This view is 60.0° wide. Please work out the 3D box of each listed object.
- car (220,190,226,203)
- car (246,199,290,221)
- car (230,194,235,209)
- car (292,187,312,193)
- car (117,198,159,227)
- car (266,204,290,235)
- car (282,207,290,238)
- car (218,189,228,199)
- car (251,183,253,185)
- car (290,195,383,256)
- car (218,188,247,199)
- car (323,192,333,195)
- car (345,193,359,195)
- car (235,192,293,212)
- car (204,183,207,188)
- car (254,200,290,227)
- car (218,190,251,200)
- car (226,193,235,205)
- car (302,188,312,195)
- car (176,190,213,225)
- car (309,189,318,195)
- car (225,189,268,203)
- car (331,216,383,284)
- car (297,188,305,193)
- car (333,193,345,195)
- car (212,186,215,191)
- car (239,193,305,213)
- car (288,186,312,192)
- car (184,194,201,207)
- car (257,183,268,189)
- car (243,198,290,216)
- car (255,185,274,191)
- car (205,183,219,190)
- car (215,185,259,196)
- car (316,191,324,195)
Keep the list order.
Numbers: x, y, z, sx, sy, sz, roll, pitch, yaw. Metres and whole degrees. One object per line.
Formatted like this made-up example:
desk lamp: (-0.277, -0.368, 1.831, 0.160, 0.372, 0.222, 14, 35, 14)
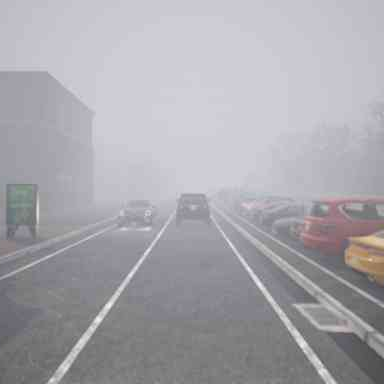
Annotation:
car: (6.545, 0.881, 44.174, 4.792, 1.488, 2.163, 0, 2, 0)
car: (6.430, 1.402, 21.878, 5.008, 1.535, 2.097, 0, 1, 0)
car: (6.534, 1.225, 33.021, 4.792, 1.488, 2.163, 0, 1, 0)
car: (19.727, 0.374, 55.418, 4.674, 1.452, 2.002, 0, 3, 0)
car: (-3.369, 1.213, 21.428, 2.097, 1.767, 4.553, 0, 1, 0)
car: (6.372, 1.486, 16.302, 4.792, 1.488, 2.163, 0, 0, 0)
car: (6.382, 1.511, 13.517, 4.674, 1.452, 2.002, 0, 0, 0)
car: (6.585, 0.741, 46.950, 4.892, 1.521, 2.231, 0, 2, 0)
car: (19.639, -1.119, 93.364, 4.792, 1.488, 2.163, 0, 3, 0)
car: (6.395, 1.230, 10.732, 5.566, 2.045, 2.435, 0, 0, 0)
car: (6.674, 0.219, 55.296, 4.553, 1.767, 2.185, 0, 3, 0)
car: (19.633, 0.943, 41.483, 5.008, 1.535, 2.097, 0, 2, 0)
car: (19.596, 1.121, 35.778, 4.892, 1.521, 2.231, 0, 2, 0)
car: (6.519, 1.136, 30.231, 4.553, 1.767, 2.185, 0, 1, 0)
car: (6.594, -1.148, 93.438, 5.008, 1.535, 2.097, 0, 3, 0)
car: (6.414, 1.433, 19.089, 5.008, 1.535, 2.097, 0, 1, 0)
car: (6.621, 0.485, 52.527, 5.008, 1.535, 2.097, 0, 3, 0)
car: (6.493, 1.152, 35.808, 4.792, 1.488, 2.163, 0, 2, 0)
car: (19.874, 0.610, 49.717, 5.366, 1.575, 1.946, 0, 3, 0)
car: (0.075, 1.064, 22.683, 2.150, 2.045, 5.566, 0, 1, 0)
car: (19.857, 0.733, 46.925, 5.366, 1.575, 1.946, 0, 3, 0)
car: (6.508, 0.915, 38.590, 4.553, 1.767, 2.185, 0, 2, 0)
car: (6.345, 1.491, 7.950, 5.008, 1.535, 2.097, 0, 0, 0)
car: (19.735, 0.511, 52.509, 4.792, 1.488, 2.163, 0, 3, 0)
car: (19.615, 1.034, 38.694, 5.008, 1.535, 2.097, 0, 2, 0)
car: (6.648, 0.078, 60.866, 4.792, 1.488, 2.163, 0, 3, 0)
car: (6.502, 1.191, 27.452, 4.553, 1.767, 2.185, 0, 1, 0)
car: (19.744, 0.225, 58.199, 4.674, 1.452, 2.002, 0, 3, 0)
car: (0.025, 1.009, 41.032, 1.994, 1.385, 4.181, 0, 2, 0)
car: (19.634, -0.820, 87.955, 5.008, 1.535, 2.097, 0, 3, 0)
car: (6.456, 1.404, 24.668, 4.674, 1.452, 2.002, 0, 1, 0)
car: (19.685, -1.113, 90.713, 4.553, 1.767, 2.185, 0, 3, 0)
car: (6.545, -0.950, 90.669, 4.792, 1.488, 2.163, 0, 3, 0)
car: (6.637, 0.366, 49.725, 5.566, 2.045, 2.435, 0, 3, 0)
car: (19.626, 0.873, 44.273, 4.792, 1.488, 2.163, 0, 2, 0)
